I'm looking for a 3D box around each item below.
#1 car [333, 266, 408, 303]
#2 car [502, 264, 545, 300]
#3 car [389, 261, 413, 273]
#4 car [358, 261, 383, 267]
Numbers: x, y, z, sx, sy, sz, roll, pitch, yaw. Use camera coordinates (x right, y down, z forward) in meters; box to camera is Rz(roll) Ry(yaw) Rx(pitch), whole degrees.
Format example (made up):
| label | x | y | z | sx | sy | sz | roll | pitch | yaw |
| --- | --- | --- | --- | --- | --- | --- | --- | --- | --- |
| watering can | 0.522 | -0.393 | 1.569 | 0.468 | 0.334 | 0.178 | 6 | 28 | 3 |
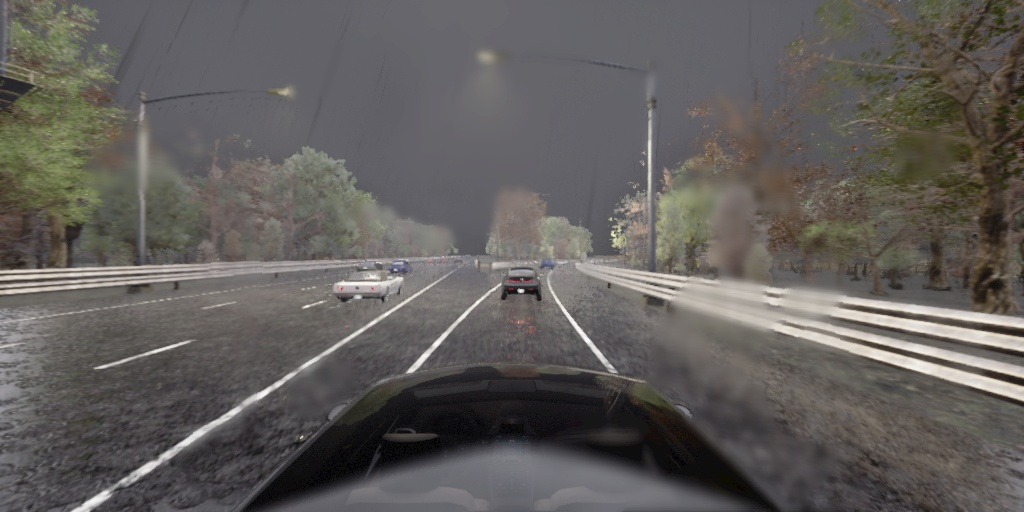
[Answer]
| label | x | y | z | sx | sy | sz | roll | pitch | yaw |
| --- | --- | --- | --- | --- | --- | --- | --- | --- | --- |
| car | -6.305 | 1.315 | 16.377 | 1.895 | 1.301 | 4.718 | 0 | 0 | -5 |
| car | 0.531 | 1.286 | 18.164 | 1.837 | 1.490 | 4.892 | 0 | 0 | 3 |
| car | -11.939 | 1.207 | 38.394 | 1.812 | 1.442 | 4.674 | 0 | 0 | -6 |
| car | -15.567 | 1.225 | 39.551 | 1.994 | 1.385 | 4.181 | 0 | 0 | -6 |
